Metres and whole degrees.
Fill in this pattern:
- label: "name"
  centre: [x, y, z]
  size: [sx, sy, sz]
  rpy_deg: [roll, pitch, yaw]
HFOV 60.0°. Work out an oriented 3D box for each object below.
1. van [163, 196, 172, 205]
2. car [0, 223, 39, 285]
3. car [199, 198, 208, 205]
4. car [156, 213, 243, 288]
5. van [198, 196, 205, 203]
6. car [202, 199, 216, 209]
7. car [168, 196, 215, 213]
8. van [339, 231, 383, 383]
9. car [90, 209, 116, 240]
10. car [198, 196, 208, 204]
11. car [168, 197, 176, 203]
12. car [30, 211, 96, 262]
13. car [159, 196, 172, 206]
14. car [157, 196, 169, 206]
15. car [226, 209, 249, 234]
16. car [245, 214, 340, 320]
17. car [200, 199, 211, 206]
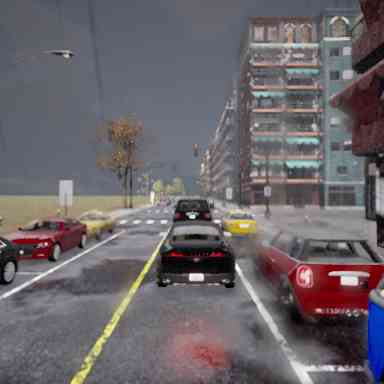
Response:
- label: "van"
  centre: [-5.334, 1.799, 73.140]
  size: [1.690, 1.788, 3.998]
  rpy_deg: [1, 0, 0]
- label: "car"
  centre: [-5.309, 1.595, 6.972]
  size: [2.008, 1.369, 4.403]
  rpy_deg: [1, 0, 0]
- label: "car"
  centre: [2.543, 2.027, 73.632]
  size: [1.947, 1.339, 4.313]
  rpy_deg: [1, 0, 0]
- label: "car"
  centre: [0.095, 1.562, 9.348]
  size: [1.837, 1.490, 4.892]
  rpy_deg: [0, -1, 0]
- label: "van"
  centre: [2.539, 1.909, 90.616]
  size: [1.690, 1.788, 3.998]
  rpy_deg: [1, 0, 0]
- label: "car"
  centre: [2.553, 1.869, 50.988]
  size: [2.008, 1.369, 4.403]
  rpy_deg: [1, 0, 0]
- label: "car"
  centre: [0.073, 1.341, 19.201]
  size: [2.150, 2.045, 5.566]
  rpy_deg: [0, 0, 1]
- label: "van"
  centre: [2.575, 1.353, 1.842]
  size: [1.690, 1.788, 3.998]
  rpy_deg: [1, 0, 0]
- label: "car"
  centre: [-5.314, 1.637, 17.875]
  size: [1.752, 1.417, 4.829]
  rpy_deg: [1, 0, 0]
- label: "car"
  centre: [2.544, 1.812, 79.295]
  size: [2.192, 1.841, 5.009]
  rpy_deg: [1, 0, 0]
- label: "car"
  centre: [-5.344, 2.147, 90.100]
  size: [1.802, 1.307, 4.206]
  rpy_deg: [1, 0, 0]
- label: "car"
  centre: [-5.312, 1.623, 12.509]
  size: [1.887, 1.381, 4.507]
  rpy_deg: [1, 0, 0]
- label: "car"
  centre: [-5.331, 1.737, 67.486]
  size: [2.192, 1.841, 5.009]
  rpy_deg: [1, 0, 0]
- label: "car"
  centre: [-5.331, 1.826, 61.831]
  size: [1.967, 1.590, 4.097]
  rpy_deg: [1, 0, 0]
- label: "car"
  centre: [2.566, 1.642, 18.645]
  size: [1.752, 1.417, 4.829]
  rpy_deg: [1, 0, 0]
- label: "car"
  centre: [2.572, 1.487, 7.386]
  size: [1.967, 1.590, 4.097]
  rpy_deg: [1, 0, 0]
- label: "car"
  centre: [2.548, 1.971, 62.310]
  size: [1.802, 1.307, 4.206]
  rpy_deg: [1, 0, 0]
